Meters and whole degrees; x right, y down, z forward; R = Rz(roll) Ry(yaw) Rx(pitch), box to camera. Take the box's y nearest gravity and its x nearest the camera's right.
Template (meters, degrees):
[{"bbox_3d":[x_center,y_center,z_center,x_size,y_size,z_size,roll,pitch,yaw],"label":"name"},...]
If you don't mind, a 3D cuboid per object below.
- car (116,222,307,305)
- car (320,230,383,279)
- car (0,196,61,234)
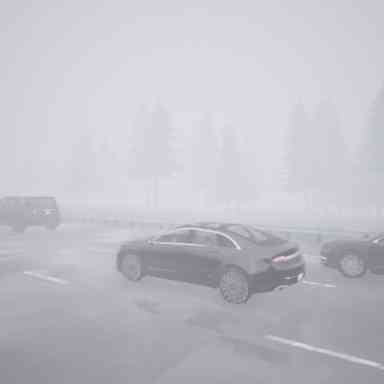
[{"bbox_3d":[0.216,1.492,8.134,4.902,1.511,2.128,0,0,35],"label":"car"},{"bbox_3d":[5.838,1.506,8.425,4.892,1.490,1.837,0,0,35],"label":"car"},{"bbox_3d":[-10.047,1.223,19.513,5.566,2.045,2.150,0,0,33],"label":"car"}]
